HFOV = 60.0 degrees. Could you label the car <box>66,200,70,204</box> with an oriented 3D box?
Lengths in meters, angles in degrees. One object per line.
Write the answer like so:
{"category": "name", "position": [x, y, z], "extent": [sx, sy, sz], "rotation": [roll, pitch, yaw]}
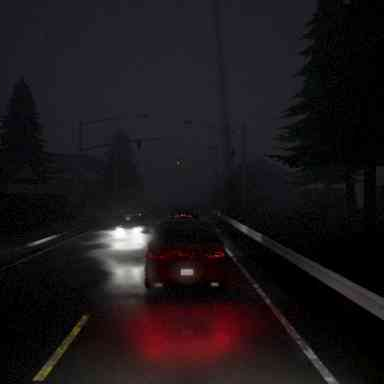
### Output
{"category": "car", "position": [-22.022, 1.499, 55.575], "extent": [2.242, 1.667, 4.611], "rotation": [0, 0, -3]}

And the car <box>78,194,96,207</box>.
{"category": "car", "position": [-16.178, 1.330, 51.486], "extent": [1.905, 1.878, 3.866], "rotation": [0, 0, -3]}

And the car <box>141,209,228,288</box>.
{"category": "car", "position": [-0.186, 1.481, 9.270], "extent": [1.882, 1.535, 5.008], "rotation": [0, 0, -2]}

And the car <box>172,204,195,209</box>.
{"category": "car", "position": [-0.554, 1.514, 21.095], "extent": [1.837, 1.490, 4.892], "rotation": [0, 1, -2]}

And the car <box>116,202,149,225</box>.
{"category": "car", "position": [-4.265, 1.501, 24.241], "extent": [2.128, 1.511, 4.902], "rotation": [0, 0, -2]}
